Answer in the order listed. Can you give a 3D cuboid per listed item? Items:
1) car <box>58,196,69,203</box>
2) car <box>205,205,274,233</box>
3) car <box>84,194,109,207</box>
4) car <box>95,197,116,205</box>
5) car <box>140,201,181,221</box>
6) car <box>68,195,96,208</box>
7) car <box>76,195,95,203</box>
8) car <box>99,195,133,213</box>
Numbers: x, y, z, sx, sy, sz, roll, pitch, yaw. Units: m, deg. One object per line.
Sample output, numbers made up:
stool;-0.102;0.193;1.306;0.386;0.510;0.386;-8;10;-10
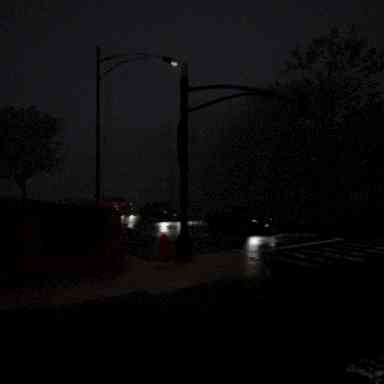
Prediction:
car;-23.593;1.355;62.330;1.994;1.385;4.181;0;0;-36
car;2.654;1.511;19.698;1.812;1.442;4.674;0;0;-36
car;-14.245;1.214;49.263;2.097;1.767;4.553;0;0;-36
car;-14.345;1.455;54.985;1.895;1.301;4.718;0;0;-36
car;-2.645;1.475;27.108;1.812;1.442;4.674;0;0;-36
car;-13.896;1.419;42.919;2.033;1.411;5.357;0;0;-35
car;-20.409;1.300;63.464;2.128;1.511;4.902;0;0;-36
car;-7.847;1.267;34.378;2.097;1.767;4.553;0;0;-36
